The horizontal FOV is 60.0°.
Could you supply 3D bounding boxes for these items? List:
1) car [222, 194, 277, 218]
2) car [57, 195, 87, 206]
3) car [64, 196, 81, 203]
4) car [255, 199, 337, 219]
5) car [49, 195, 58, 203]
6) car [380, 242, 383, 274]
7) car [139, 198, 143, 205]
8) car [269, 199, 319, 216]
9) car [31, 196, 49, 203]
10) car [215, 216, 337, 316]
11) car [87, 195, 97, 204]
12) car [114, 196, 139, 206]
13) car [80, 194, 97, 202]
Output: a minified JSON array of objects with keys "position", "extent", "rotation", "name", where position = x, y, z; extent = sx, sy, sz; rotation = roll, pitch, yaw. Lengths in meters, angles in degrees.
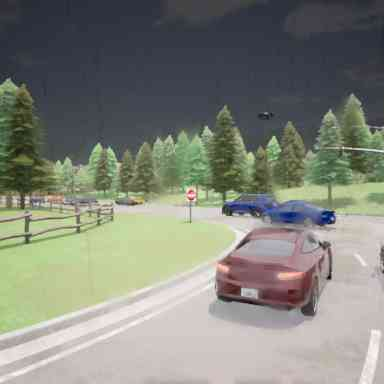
[{"position":[5.159,1.223,29.504],"extent":[2.150,2.045,5.566],"rotation":[0,0,-40],"name":"car"},{"position":[-19.178,1.492,53.043],"extent":[2.128,1.511,4.902],"rotation":[0,0,-40],"name":"car"},{"position":[-25.720,1.527,71.567],"extent":[1.812,1.442,4.674],"rotation":[0,0,-40],"name":"car"},{"position":[6.905,1.478,21.982],"extent":[1.882,1.535,5.008],"rotation":[0,0,-40],"name":"car"},{"position":[-28.570,1.358,69.525],"extent":[2.097,1.767,4.553],"rotation":[0,0,-40],"name":"car"},{"position":[5.361,1.548,7.272],"extent":[2.033,1.411,5.357],"rotation":[0,0,25],"name":"car"},{"position":[-10.669,1.480,59.240],"extent":[1.882,1.535,5.008],"rotation":[0,0,-40],"name":"car"},{"position":[10.378,1.527,34.174],"extent":[1.812,1.442,4.674],"rotation":[0,0,-40],"name":"car"},{"position":[-31.070,1.527,67.054],"extent":[1.812,1.442,4.674],"rotation":[0,0,-40],"name":"car"},{"position":[2.054,1.526,7.593],"extent":[1.812,1.442,4.674],"rotation":[0,0,28],"name":"car"},{"position":[-18.037,1.492,57.129],"extent":[2.128,1.511,4.902],"rotation":[0,0,-40],"name":"car"},{"position":[-11.079,1.566,54.285],"extent":[1.994,1.385,4.181],"rotation":[0,0,-40],"name":"car"},{"position":[-23.049,1.358,73.832],"extent":[2.097,1.767,4.553],"rotation":[0,0,-40],"name":"car"}]
